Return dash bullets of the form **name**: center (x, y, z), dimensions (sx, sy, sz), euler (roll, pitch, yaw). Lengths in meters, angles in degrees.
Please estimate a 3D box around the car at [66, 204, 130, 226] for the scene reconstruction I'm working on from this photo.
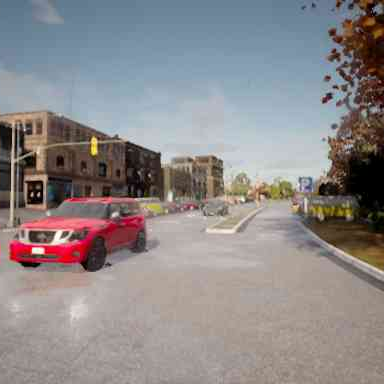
- **car**: center (-7.635, 1.845, 27.473), dimensions (4.792, 1.488, 2.163), euler (-1, -1, -7)

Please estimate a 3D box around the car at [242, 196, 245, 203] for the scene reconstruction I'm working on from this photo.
- **car**: center (10.720, 2.374, 88.081), dimensions (5.008, 1.535, 2.097), euler (-2, -1, -1)

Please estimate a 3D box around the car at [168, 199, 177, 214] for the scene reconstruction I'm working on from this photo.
- **car**: center (-4.564, 1.927, 39.116), dimensions (4.892, 1.521, 2.231), euler (-1, -1, -6)

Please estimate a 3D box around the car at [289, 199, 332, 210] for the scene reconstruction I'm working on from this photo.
- **car**: center (16.894, 1.740, 47.518), dimensions (5.366, 1.575, 1.946), euler (0, -1, -4)

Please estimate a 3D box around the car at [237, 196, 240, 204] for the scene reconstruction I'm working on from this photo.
- **car**: center (8.727, 2.357, 82.386), dimensions (4.792, 1.488, 2.163), euler (-2, -1, -1)

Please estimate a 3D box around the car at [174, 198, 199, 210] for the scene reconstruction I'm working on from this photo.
- **car**: center (-1.362, 2.079, 50.763), dimensions (4.674, 1.452, 2.002), euler (-2, -1, -4)

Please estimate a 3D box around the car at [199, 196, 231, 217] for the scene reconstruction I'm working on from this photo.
- **car**: center (2.544, 1.642, 35.475), dimensions (2.097, 1.767, 4.553), euler (-1, -1, 14)

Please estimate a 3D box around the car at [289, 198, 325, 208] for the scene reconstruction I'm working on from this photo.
- **car**: center (18.377, 1.793, 53.186), dimensions (5.008, 1.535, 2.097), euler (0, -1, -3)

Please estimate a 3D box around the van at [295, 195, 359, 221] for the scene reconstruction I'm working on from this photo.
- **van**: center (11.267, 1.332, 27.459), dimensions (4.442, 1.987, 1.878), euler (0, 0, -6)

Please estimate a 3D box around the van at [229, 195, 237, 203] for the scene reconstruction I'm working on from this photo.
- **van**: center (7.887, 2.073, 79.551), dimensions (4.442, 1.987, 1.878), euler (-2, -1, -1)

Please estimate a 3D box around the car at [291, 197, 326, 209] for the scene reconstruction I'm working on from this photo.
- **car**: center (17.569, 1.642, 50.344), dimensions (4.553, 1.767, 2.185), euler (0, 0, -3)

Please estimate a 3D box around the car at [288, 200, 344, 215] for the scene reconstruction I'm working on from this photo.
- **car**: center (13.382, 1.636, 36.061), dimensions (5.366, 1.575, 1.946), euler (0, 0, -5)

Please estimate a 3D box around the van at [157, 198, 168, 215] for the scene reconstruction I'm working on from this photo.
- **van**: center (-5.203, 1.667, 36.208), dimensions (4.442, 1.987, 1.878), euler (-1, -1, -6)

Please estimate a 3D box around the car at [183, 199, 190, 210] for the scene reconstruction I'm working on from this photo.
- **car**: center (-2.996, 2.023, 44.951), dimensions (4.674, 1.452, 2.002), euler (-2, -1, -5)

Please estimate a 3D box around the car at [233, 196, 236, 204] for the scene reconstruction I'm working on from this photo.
- **car**: center (6.618, 2.280, 76.679), dimensions (5.366, 1.575, 1.946), euler (-2, -1, -1)

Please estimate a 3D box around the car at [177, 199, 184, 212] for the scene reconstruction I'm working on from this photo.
- **car**: center (-3.780, 1.994, 42.030), dimensions (4.674, 1.452, 2.002), euler (-1, -1, -5)

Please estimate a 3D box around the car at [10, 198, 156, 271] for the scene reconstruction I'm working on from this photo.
- **car**: center (-3.177, 1.191, 10.776), dimensions (2.150, 2.045, 5.566), euler (0, -3, 12)

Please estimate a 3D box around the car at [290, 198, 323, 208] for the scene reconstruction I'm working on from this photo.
- **car**: center (19.214, 1.847, 56.009), dimensions (4.792, 1.488, 2.163), euler (0, 0, -3)

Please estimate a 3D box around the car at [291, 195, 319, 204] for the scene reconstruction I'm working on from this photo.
- **car**: center (25.741, 1.731, 75.752), dimensions (5.566, 2.045, 2.435), euler (0, -1, -1)

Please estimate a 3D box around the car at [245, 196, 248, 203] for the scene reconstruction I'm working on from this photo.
- **car**: center (11.671, 2.148, 90.919), dimensions (5.566, 2.045, 2.435), euler (-2, -1, -1)

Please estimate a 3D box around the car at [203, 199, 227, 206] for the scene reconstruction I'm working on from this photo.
- **car**: center (4.897, 2.228, 70.967), dimensions (4.892, 1.521, 2.231), euler (-2, -1, -2)

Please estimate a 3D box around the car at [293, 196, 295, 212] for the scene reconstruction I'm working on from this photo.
- **car**: center (12.059, 1.459, 30.346), dimensions (4.553, 1.767, 2.185), euler (0, -1, -6)

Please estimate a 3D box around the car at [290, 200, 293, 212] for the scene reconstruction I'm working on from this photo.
- **car**: center (13.005, 1.609, 33.235), dimensions (5.366, 1.575, 1.946), euler (0, -1, -5)

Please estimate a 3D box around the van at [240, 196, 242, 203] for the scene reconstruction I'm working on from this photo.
- **van**: center (9.848, 2.122, 85.248), dimensions (4.442, 1.987, 1.878), euler (-2, -1, -1)

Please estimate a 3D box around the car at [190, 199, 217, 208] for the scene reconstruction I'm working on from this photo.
- **car**: center (2.109, 2.149, 62.339), dimensions (5.008, 1.535, 2.097), euler (-2, -1, -3)

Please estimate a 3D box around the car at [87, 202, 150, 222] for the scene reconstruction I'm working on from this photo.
- **car**: center (-6.583, 1.828, 30.348), dimensions (5.366, 1.575, 1.946), euler (-1, -1, -7)

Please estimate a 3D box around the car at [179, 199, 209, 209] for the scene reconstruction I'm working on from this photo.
- **car**: center (0.329, 2.095, 56.570), dimensions (5.008, 1.535, 2.097), euler (-2, -1, -4)

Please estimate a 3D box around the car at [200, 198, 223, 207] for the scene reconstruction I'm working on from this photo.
- **car**: center (3.964, 2.075, 68.096), dimensions (4.553, 1.767, 2.185), euler (-2, -1, -2)

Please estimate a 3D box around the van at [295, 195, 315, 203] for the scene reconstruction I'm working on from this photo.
- **van**: center (29.480, 1.849, 86.994), dimensions (4.442, 1.987, 1.878), euler (0, 0, -1)

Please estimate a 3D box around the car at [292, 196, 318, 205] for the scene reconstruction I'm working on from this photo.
- **car**: center (22.830, 1.788, 67.307), dimensions (4.553, 1.767, 2.185), euler (0, -1, -1)

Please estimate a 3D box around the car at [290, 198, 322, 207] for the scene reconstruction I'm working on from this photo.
- **car**: center (20.159, 1.871, 58.851), dimensions (4.792, 1.488, 2.163), euler (0, -1, -2)

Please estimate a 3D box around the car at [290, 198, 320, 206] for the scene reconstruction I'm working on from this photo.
- **car**: center (21.926, 1.890, 64.492), dimensions (5.008, 1.535, 2.097), euler (0, -1, -2)

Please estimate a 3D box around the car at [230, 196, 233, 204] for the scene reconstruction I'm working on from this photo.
- **car**: center (5.830, 2.253, 73.837), dimensions (5.008, 1.535, 2.097), euler (-2, -1, -2)

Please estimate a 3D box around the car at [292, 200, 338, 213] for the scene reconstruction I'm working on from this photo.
- **car**: center (14.324, 1.706, 38.945), dimensions (4.674, 1.452, 2.002), euler (0, -1, -5)

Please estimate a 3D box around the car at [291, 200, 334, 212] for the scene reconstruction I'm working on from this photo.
- **car**: center (15.099, 1.732, 41.803), dimensions (4.674, 1.452, 2.002), euler (0, -1, -4)

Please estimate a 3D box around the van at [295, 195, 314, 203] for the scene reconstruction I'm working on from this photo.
- **van**: center (30.451, 1.873, 89.810), dimensions (4.442, 1.987, 1.878), euler (0, 0, -1)
